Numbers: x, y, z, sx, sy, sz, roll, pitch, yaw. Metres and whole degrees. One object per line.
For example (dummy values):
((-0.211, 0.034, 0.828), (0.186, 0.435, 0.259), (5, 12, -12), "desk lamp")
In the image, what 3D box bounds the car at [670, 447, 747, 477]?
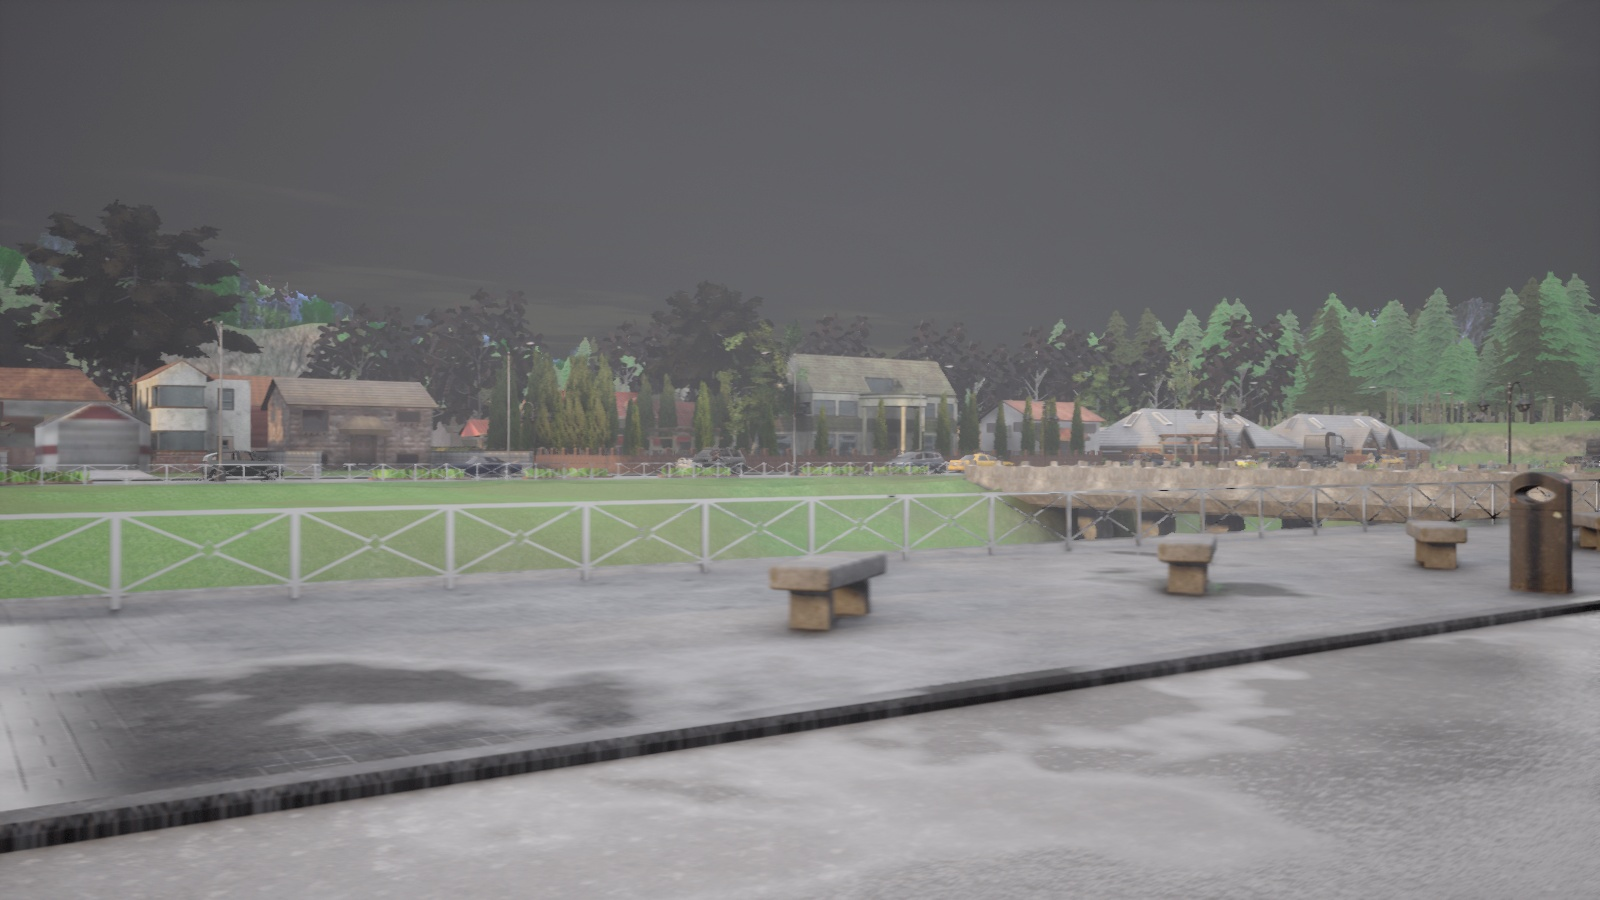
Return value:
((-5.823, 0.771, 80.255), (4.605, 1.855, 1.932), (0, 0, -35), "car")

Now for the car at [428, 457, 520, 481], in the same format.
((-18.523, 1.060, 71.418), (4.718, 1.301, 1.895), (0, 0, -35), "car")

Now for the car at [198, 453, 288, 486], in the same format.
((-26.915, 0.929, 60.706), (3.705, 1.549, 1.789), (0, 0, -35), "car")

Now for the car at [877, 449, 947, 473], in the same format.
((8.037, 0.793, 89.897), (4.611, 1.667, 2.242), (0, 0, -35), "car")

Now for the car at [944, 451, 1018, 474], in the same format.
((12.780, 0.873, 88.323), (5.366, 1.575, 1.801), (0, 0, -35), "car")

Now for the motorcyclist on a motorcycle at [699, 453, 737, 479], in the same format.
((-4.964, 0.977, 75.978), (2.191, 1.530, 0.866), (0, 0, -35), "motorcyclist on a motorcycle")
